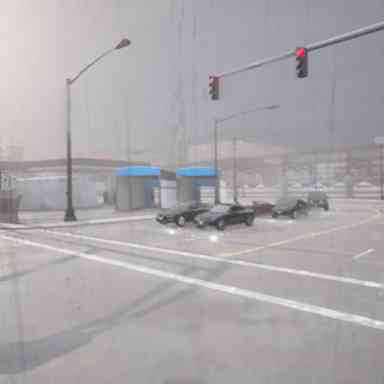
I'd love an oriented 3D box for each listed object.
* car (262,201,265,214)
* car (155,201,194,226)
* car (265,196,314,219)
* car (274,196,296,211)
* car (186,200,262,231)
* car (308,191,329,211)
[{"bbox_3d":[5.783,1.446,29.847,1.895,1.301,4.718,-1,0,37],"label":"car"},{"bbox_3d":[-0.336,1.445,22.932,1.837,1.490,4.892,-1,0,43],"label":"car"},{"bbox_3d":[8.086,1.331,27.199,1.837,1.490,4.892,-1,0,37],"label":"car"},{"bbox_3d":[10.792,1.264,38.487,1.837,1.490,4.892,-1,0,22],"label":"car"},{"bbox_3d":[2.082,1.445,20.393,1.812,1.442,4.674,-1,0,43],"label":"car"},{"bbox_3d":[13.660,0.953,36.300,2.150,2.045,5.566,-1,0,23],"label":"car"}]
